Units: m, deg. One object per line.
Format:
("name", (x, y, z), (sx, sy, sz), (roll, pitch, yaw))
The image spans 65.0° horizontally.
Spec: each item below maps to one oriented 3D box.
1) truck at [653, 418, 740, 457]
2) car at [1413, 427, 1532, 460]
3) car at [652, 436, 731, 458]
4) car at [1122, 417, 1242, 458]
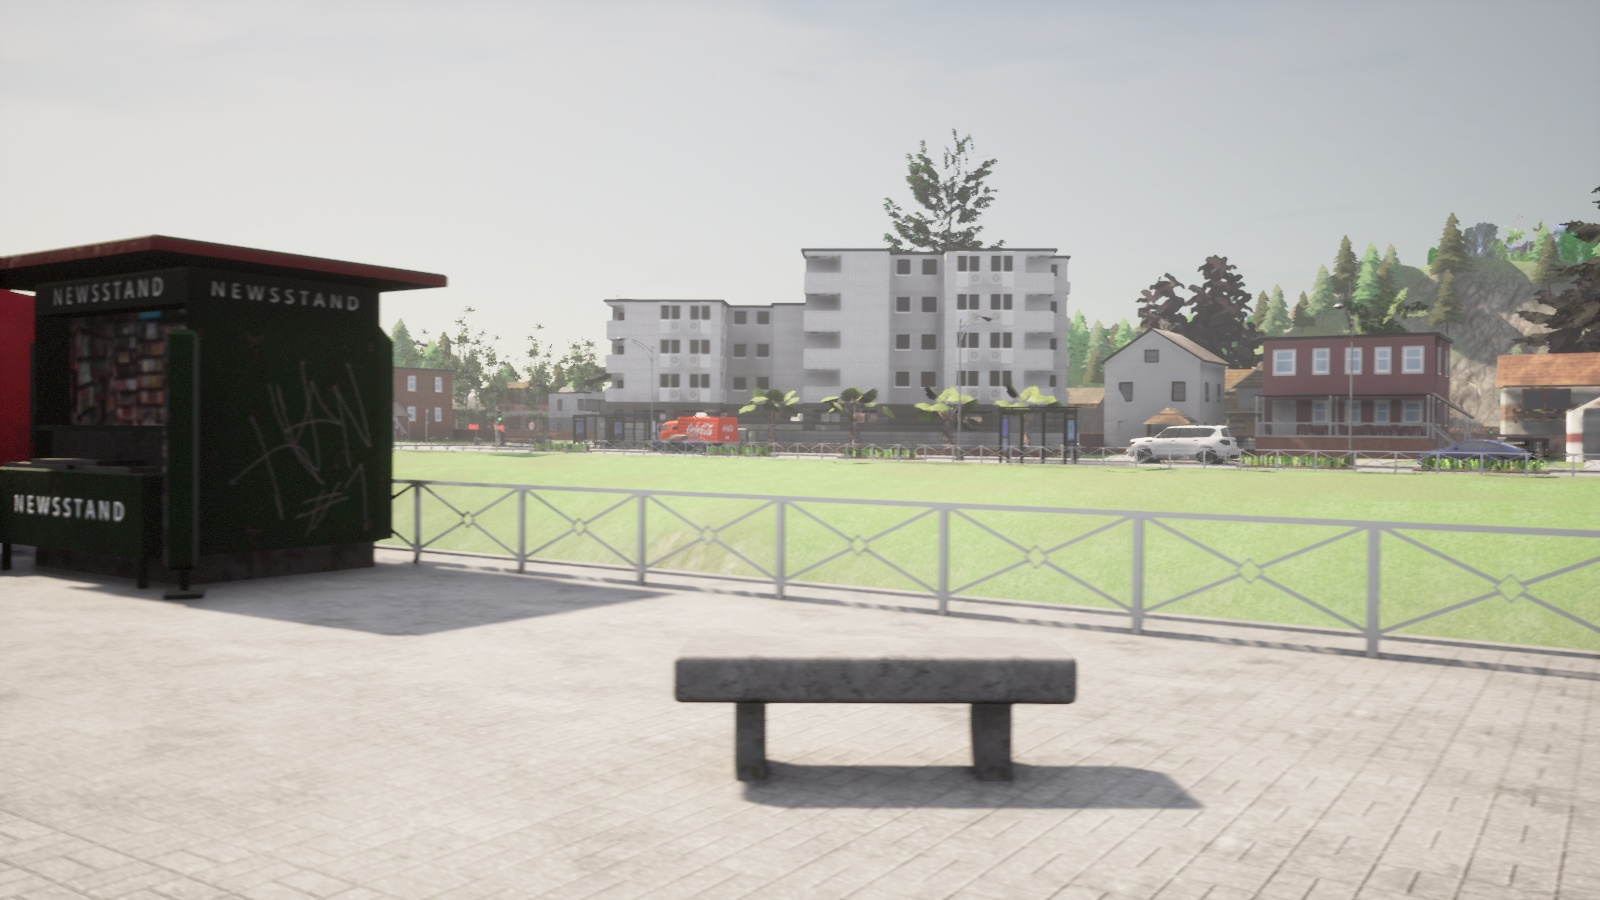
("truck", (-6.819, -0.824, 82.823), (5.204, 2.467, 2.627), (0, 1, 34))
("car", (30.890, -0.311, 57.769), (4.674, 1.442, 1.812), (0, 1, 34))
("car", (-6.779, -0.171, 78.006), (4.718, 1.301, 1.895), (0, 1, 34))
("car", (19.791, -0.618, 65.140), (5.566, 2.045, 2.150), (0, 1, 34))
